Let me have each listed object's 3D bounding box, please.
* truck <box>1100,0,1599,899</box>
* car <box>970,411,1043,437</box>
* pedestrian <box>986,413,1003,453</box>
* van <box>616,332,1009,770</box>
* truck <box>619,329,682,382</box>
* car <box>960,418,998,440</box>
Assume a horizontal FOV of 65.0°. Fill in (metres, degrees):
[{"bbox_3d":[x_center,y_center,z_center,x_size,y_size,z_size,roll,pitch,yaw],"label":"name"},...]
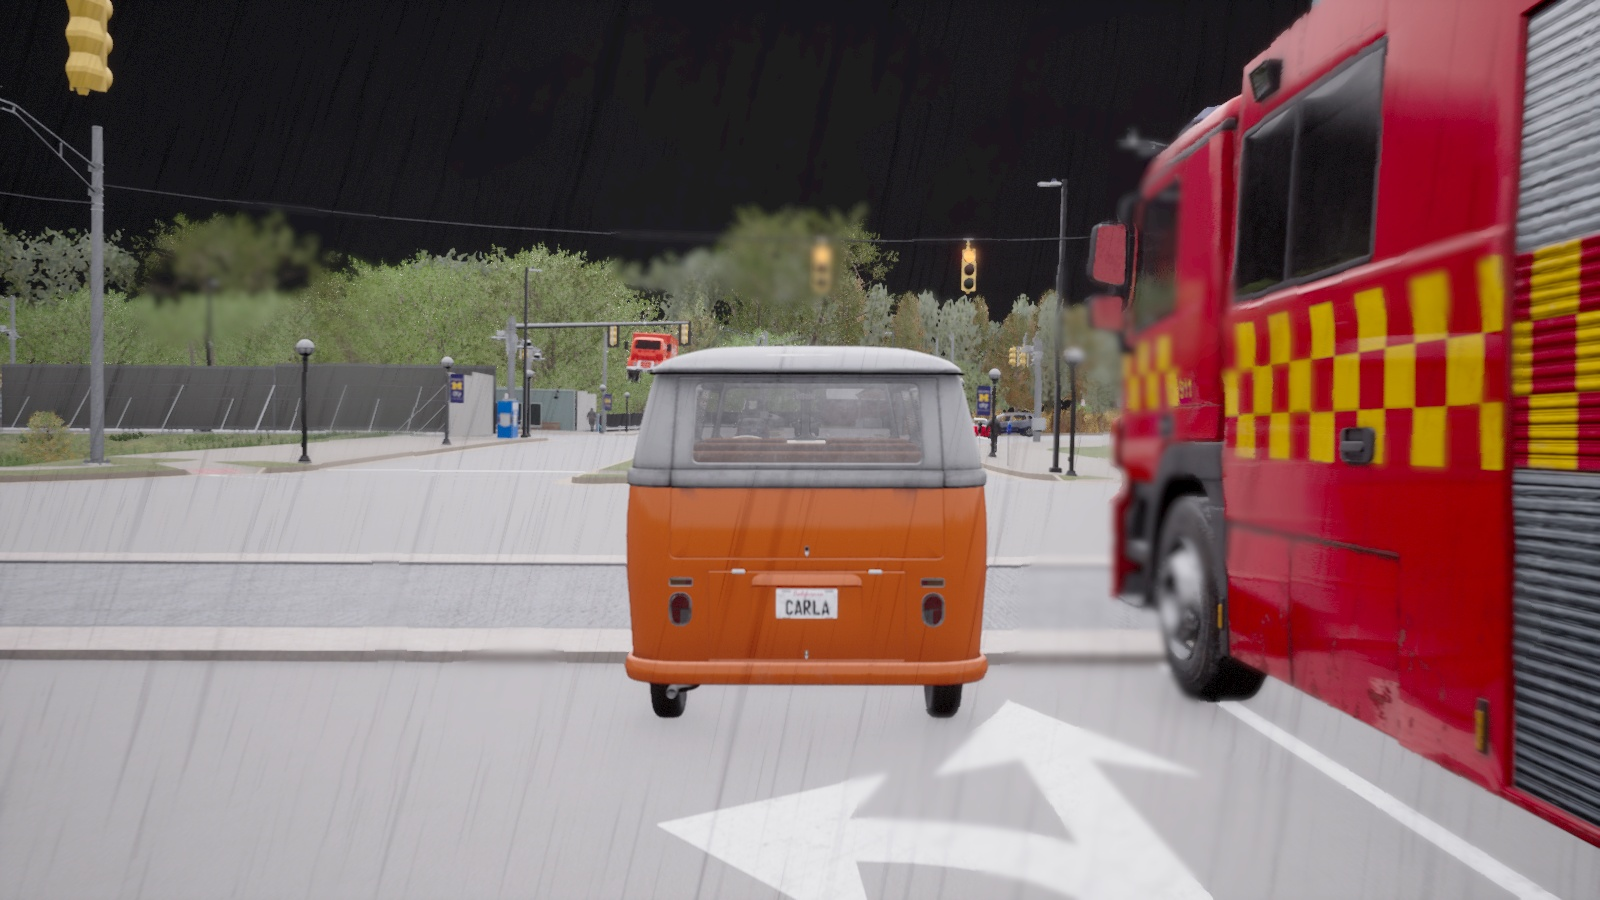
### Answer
[{"bbox_3d":[3.567,-0.459,4.694,2.891,3.827,8.468,0,1,0],"label":"truck"},{"bbox_3d":[14.096,-1.770,85.806,4.611,1.667,2.242,-1,2,0],"label":"car"},{"bbox_3d":[9.180,-0.802,59.281,0.563,1.883,0.849,1,2,-3],"label":"pedestrian"},{"bbox_3d":[0.057,0.375,7.924,1.775,1.987,4.442,0,2,0],"label":"van"},{"bbox_3d":[-8.100,-5.130,68.735,2.627,2.467,5.204,3,2,1],"label":"truck"},{"bbox_3d":[11.708,-1.393,82.085,2.207,1.376,1.481,0,2,-3],"label":"car"}]
